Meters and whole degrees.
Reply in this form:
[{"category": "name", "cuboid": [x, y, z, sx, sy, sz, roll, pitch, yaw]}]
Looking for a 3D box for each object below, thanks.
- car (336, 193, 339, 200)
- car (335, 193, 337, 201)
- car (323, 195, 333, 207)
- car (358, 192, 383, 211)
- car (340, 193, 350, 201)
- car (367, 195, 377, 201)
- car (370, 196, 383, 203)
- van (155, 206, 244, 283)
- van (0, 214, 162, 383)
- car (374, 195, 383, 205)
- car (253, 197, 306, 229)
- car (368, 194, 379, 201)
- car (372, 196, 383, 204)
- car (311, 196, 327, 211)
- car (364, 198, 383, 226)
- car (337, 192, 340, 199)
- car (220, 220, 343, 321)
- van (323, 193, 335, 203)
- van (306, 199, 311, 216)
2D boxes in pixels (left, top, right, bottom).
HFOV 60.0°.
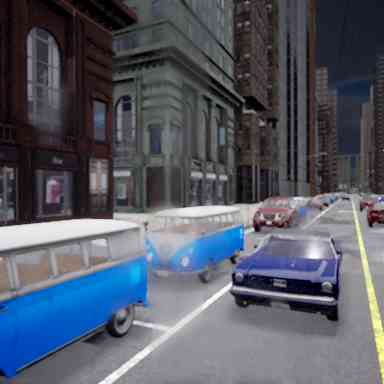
[{"category": "car", "cuboid": [29.381, 1.448, 70.497, 1.947, 1.339, 4.313, 0, 0, 26]}, {"category": "car", "cuboid": [26.952, 1.455, 65.410, 1.947, 1.339, 4.313, 0, 0, 26]}, {"category": "car", "cuboid": [19.666, 1.477, 50.150, 1.947, 1.339, 4.313, 0, 0, 26]}, {"category": "car", "cuboid": [20.660, 1.271, 38.659, 2.097, 1.767, 4.553, 0, 0, 26]}, {"category": "car", "cuboid": [36.419, 1.466, 78.822, 1.895, 1.301, 4.718, 0, 0, 26]}, {"category": "car", "cuboid": [44.364, 1.414, 82.092, 1.947, 1.339, 4.313, 0, 0, 26]}, {"category": "car", "cuboid": [37.078, 1.420, 66.834, 2.008, 1.369, 4.403, 0, 0, 26]}, {"category": "van", "cuboid": [0.237, 1.329, 9.457, 1.690, 1.788, 3.998, 0, 0, 26]}, {"category": "van", "cuboid": [-2.191, 1.341, 4.371, 1.690, 1.788, 3.998, 0, 0, 26]}, {"category": "car", "cuboid": [32.221, 1.323, 56.661, 1.967, 1.590, 4.097, 0, 0, 26]}, {"category": "car", "cuboid": [5.094, 1.279, 19.630, 2.192, 1.841, 5.009, 0, 0, 26]}, {"category": "car", "cuboid": [41.934, 1.295, 77.006, 1.967, 1.590, 4.097, 0, 0, 26]}, {"category": "car", "cuboid": [34.723, 1.401, 61.901, 1.752, 1.417, 4.829, 0, 0, 26]}, {"category": "car", "cuboid": [14.809, 1.471, 39.977, 1.887, 1.381, 4.507, 0, 0, 26]}, {"category": "car", "cuboid": [12.796, 1.422, 22.222, 1.882, 1.535, 5.008, 0, 0, 26]}, {"category": "car", "cuboid": [31.808, 1.191, 75.583, 2.192, 1.841, 5.009, 0, 0, 26]}, {"category": "car", "cuboid": [2.383, 1.586, 7.543, 1.895, 1.301, 4.718, 0, 0, 25]}, {"category": "van", "cuboid": [24.522, 1.238, 60.324, 1.690, 1.788, 3.998, 0, 0, 26]}, {"category": "van", "cuboid": [7.522, 1.295, 24.716, 1.690, 1.788, 3.998, 0, 0, 26]}]
